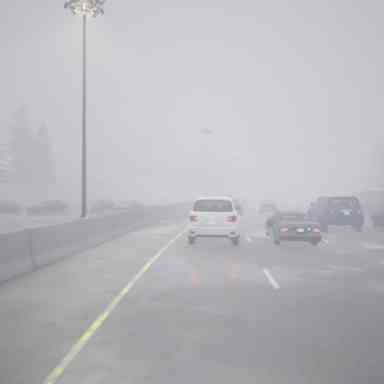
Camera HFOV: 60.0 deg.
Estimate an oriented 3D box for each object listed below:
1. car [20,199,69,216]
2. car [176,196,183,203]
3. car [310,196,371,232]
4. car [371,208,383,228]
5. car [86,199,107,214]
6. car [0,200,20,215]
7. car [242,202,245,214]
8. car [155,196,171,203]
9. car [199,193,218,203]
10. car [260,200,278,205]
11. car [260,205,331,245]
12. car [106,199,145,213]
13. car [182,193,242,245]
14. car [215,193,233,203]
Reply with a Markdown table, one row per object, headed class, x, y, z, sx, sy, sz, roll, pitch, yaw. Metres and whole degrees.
| class | x | y | z | sx | sy | sz | roll | pitch | yaw |
| --- | --- | --- | --- | --- | --- | --- | --- | --- | --- |
| car | -14.125 | 1.449 | 32.743 | 1.882 | 1.535 | 5.008 | 0 | 0 | 12 |
| car | -1.771 | 1.529 | 70.739 | 1.812 | 1.442 | 4.674 | 0 | 0 | 24 |
| car | 8.782 | 1.245 | 20.720 | 2.150 | 2.045 | 5.566 | 0 | 0 | 8 |
| car | 12.155 | 1.509 | 19.454 | 1.882 | 1.535 | 5.008 | 0 | 0 | 8 |
| car | -9.864 | 1.473 | 35.883 | 2.128 | 1.511 | 4.902 | 0 | 0 | 13 |
| car | -17.991 | 1.488 | 31.140 | 1.812 | 1.442 | 4.674 | 0 | 0 | 11 |
| car | 4.151 | 1.366 | 33.535 | 2.097 | 1.767 | 4.553 | 0 | 0 | 13 |
| car | -6.048 | 1.508 | 69.740 | 1.812 | 1.442 | 4.674 | 0 | 0 | 23 |
| car | 3.738 | 1.233 | 74.153 | 2.150 | 2.045 | 5.566 | 0 | 0 | 26 |
| car | 8.439 | 1.550 | 36.468 | 1.812 | 1.442 | 4.674 | 0 | 0 | 14 |
| car | 4.579 | 1.560 | 15.644 | 2.033 | 1.411 | 5.357 | 0 | 0 | 7 |
| car | -6.561 | 1.537 | 34.855 | 2.033 | 1.411 | 5.357 | 0 | 0 | 13 |
| car | 1.108 | 1.226 | 15.777 | 2.150 | 2.045 | 5.566 | 0 | 0 | 7 |
| car | 7.042 | 1.236 | 72.935 | 2.150 | 2.045 | 5.566 | 0 | 0 | 26 |
